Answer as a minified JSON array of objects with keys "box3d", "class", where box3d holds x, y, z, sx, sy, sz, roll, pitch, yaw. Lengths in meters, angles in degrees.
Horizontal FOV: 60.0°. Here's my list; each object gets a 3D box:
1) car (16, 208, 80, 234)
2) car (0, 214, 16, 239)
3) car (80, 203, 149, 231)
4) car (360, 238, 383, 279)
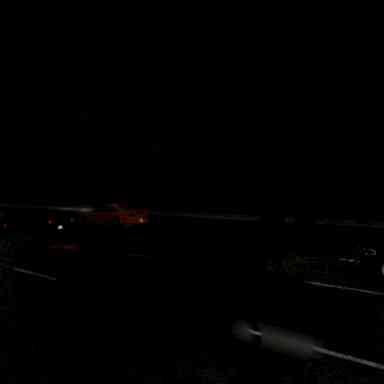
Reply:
[{"box3d":[-8.757,1.564,18.835,4.718,1.301,1.895,0,0,35],"class":"car"},{"box3d":[-10.670,1.564,15.901,4.718,1.301,1.895,0,0,35],"class":"car"},{"box3d":[-4.902,1.446,20.385,5.008,1.535,1.882,0,0,35],"class":"car"},{"box3d":[6.720,1.480,7.798,5.008,1.535,1.882,0,0,35],"class":"car"}]
